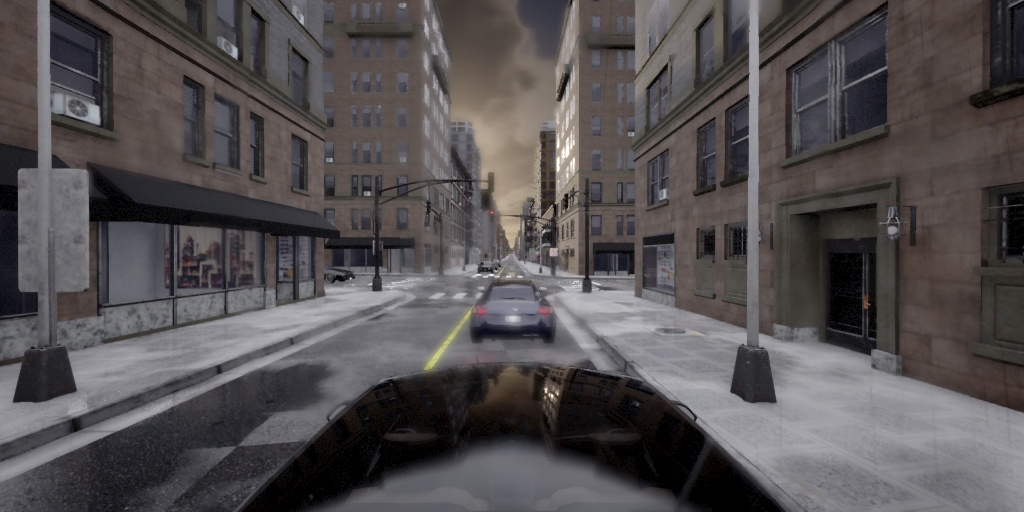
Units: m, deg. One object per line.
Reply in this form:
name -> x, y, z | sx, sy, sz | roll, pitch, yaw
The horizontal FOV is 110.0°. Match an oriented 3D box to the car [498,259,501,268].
car -> -3.053, 1.373, 53.506 | 2.033, 1.411, 5.357 | 0, 0, 0

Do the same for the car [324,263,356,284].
car -> -13.856, 1.138, 24.947 | 5.357, 1.411, 2.033 | 1, 0, 1

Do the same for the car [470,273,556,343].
car -> 0.017, 1.315, 9.668 | 1.994, 1.385, 4.181 | 0, 0, 0

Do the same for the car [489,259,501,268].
car -> -2.997, 1.327, 65.391 | 1.882, 1.535, 5.008 | 0, 0, 1

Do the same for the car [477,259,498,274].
car -> -3.063, 1.309, 43.112 | 1.837, 1.490, 4.892 | 0, 0, 0
